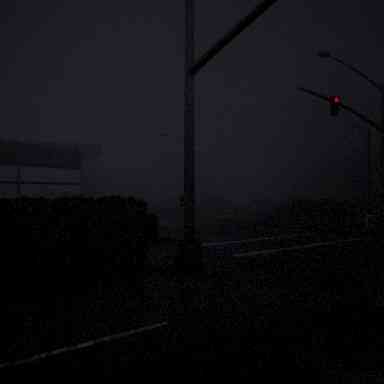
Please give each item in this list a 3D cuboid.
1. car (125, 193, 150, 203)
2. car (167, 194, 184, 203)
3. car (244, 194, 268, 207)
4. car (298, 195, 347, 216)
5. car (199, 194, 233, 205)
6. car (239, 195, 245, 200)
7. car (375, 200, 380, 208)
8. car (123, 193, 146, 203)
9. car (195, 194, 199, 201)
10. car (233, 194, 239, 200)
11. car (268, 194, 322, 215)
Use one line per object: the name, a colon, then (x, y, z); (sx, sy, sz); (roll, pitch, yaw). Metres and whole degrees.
car: (-9.562, 1.361, 60.502); (3.806, 1.475, 1.970); (0, 0, -35)
car: (-2.644, 1.097, 65.405); (4.605, 1.855, 1.932); (0, 0, -35)
car: (9.638, 1.320, 46.598); (3.633, 1.501, 1.845); (0, 0, -35)
car: (12.008, 1.340, 29.956); (4.514, 1.523, 2.007); (0, 0, -35)
car: (3.931, 1.298, 54.801); (4.514, 1.523, 2.007); (0, 0, -35)
car: (13.388, 1.154, 72.824); (5.027, 1.636, 2.152); (0, 0, -35)
car: (25.525, 1.384, 43.097); (3.806, 1.475, 1.970); (0, 0, -35)
car: (-10.972, 1.077, 63.575); (3.866, 1.878, 1.905); (0, 0, -35)
car: (1.562, 1.298, 76.838); (4.514, 1.523, 2.007); (0, 0, -35)
car: (9.436, 1.232, 77.890); (3.806, 1.475, 1.970); (0, 0, -35)
car: (10.163, 1.330, 32.493); (5.027, 1.636, 2.152); (0, 0, -35)
